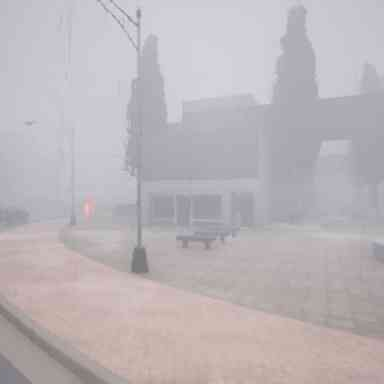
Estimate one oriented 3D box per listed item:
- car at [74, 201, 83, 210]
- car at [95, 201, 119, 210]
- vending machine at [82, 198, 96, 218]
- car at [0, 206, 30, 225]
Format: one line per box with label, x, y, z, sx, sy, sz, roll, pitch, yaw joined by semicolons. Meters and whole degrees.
car;-18.950;2.369;59.004;2.128;1.511;4.902;-1;-1;22
car;-15.054;2.340;59.298;1.882;1.535;5.008;-1;-1;23
vending machine;-11.100;1.727;35.838;1.100;2.100;0.880;0;-1;8
car;-15.455;1.942;28.186;2.128;1.511;4.902;0;-1;-5
